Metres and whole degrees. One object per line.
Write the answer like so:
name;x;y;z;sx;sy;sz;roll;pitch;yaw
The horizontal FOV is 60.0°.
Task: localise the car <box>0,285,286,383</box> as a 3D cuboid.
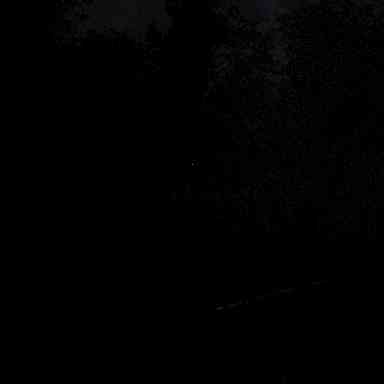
car;-1.660;1.547;2.562;5.357;1.411;2.033;0;0;-35
